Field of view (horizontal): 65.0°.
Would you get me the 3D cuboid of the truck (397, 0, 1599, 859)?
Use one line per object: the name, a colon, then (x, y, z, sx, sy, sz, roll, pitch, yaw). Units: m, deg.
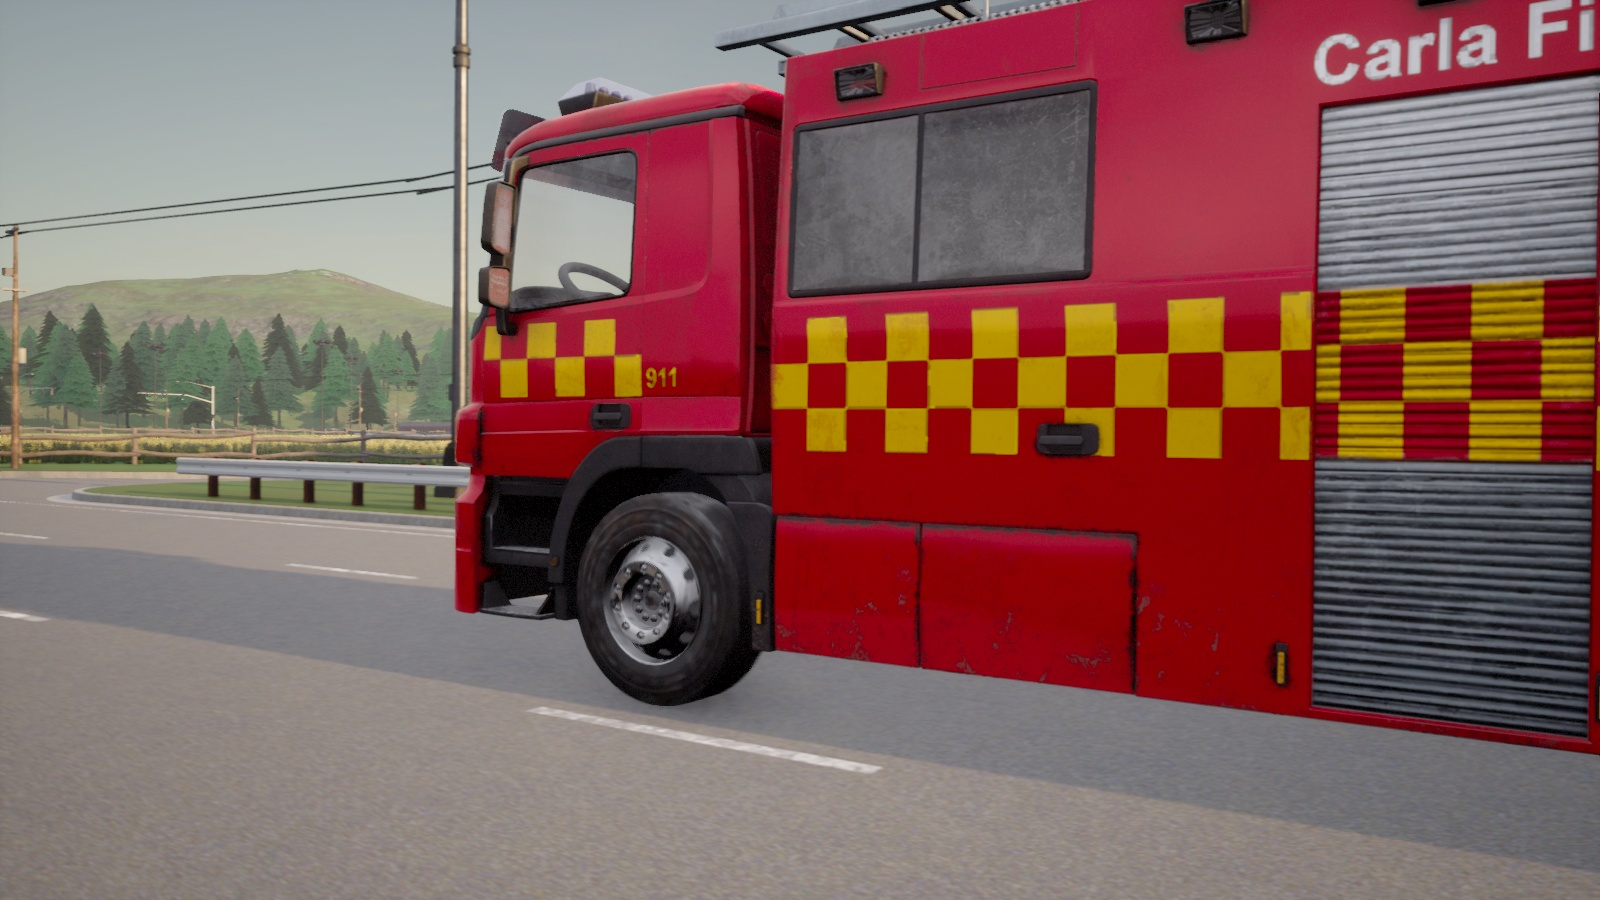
truck: (1.887, -0.540, 6.549, 8.468, 3.827, 2.891, 0, 1, 34)
